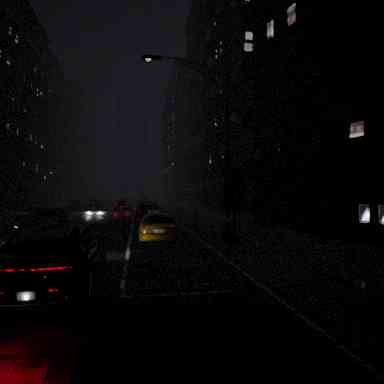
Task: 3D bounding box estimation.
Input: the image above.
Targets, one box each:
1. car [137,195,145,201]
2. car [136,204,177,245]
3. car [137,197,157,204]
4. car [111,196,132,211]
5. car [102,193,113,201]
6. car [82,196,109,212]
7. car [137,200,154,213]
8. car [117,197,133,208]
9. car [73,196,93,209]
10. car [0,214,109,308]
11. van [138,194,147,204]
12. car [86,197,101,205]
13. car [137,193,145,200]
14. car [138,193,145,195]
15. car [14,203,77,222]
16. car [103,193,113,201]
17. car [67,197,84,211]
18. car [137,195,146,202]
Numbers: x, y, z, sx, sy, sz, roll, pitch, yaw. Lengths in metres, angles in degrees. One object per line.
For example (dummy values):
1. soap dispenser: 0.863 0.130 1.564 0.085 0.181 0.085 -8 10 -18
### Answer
1. car: -13.285 1.489 86.385 1.887 1.381 4.507 1 0 -9
2. car: -1.673 1.520 15.470 1.752 1.417 4.829 1 0 -9
3. car: -3.434 1.432 26.238 1.967 1.590 4.097 1 0 -9
4. car: -8.397 1.514 40.160 1.812 1.442 4.674 0 0 -9
5. car: -21.543 1.272 84.978 2.192 1.841 5.009 1 0 -9
6. car: -11.407 1.557 39.456 1.994 1.385 4.181 0 0 -9
7. car: -5.227 1.568 37.173 1.802 1.307 4.206 1 0 -9
8. car: -10.099 1.528 50.333 2.033 1.411 5.357 0 0 -9
9. car: -15.278 1.431 46.703 1.967 1.590 4.097 1 0 -9
10. car: -3.188 1.503 7.994 1.837 1.490 4.892 0 0 -9
11. van: -9.700 1.306 64.512 1.690 1.788 3.998 1 0 -9
12. car: -17.070 1.527 57.639 1.887 1.381 4.507 1 0 -9
13. car: -14.177 1.254 91.852 2.192 1.841 5.009 1 0 -9
14. car: -8.807 1.410 59.045 1.967 1.590 4.097 1 0 -9
15. car: -8.011 1.548 18.262 2.033 1.411 5.357 0 0 -9
16. car: -20.652 1.513 79.510 2.008 1.369 4.403 1 0 -9
17. car: -14.384 1.540 41.235 1.887 1.381 4.507 1 0 -9
18. car: -11.493 1.396 75.449 1.967 1.590 4.097 1 0 -9
